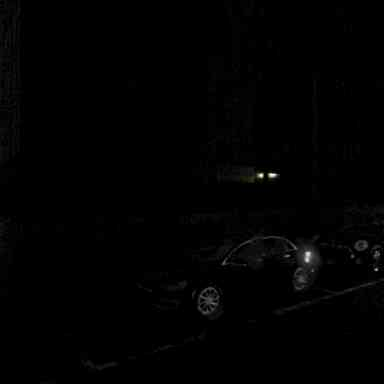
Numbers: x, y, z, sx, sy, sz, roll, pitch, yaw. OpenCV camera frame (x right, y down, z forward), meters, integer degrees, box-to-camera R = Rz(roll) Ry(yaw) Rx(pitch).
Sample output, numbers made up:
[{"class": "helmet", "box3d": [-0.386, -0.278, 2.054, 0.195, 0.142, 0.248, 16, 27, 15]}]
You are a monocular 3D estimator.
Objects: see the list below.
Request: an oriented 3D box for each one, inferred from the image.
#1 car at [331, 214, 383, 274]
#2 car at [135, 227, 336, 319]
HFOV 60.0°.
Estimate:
[{"class": "car", "box3d": [5.534, 1.461, 10.569, 4.097, 1.590, 1.967, 0, 0, -35]}, {"class": "car", "box3d": [0.905, 1.561, 7.281, 4.403, 1.369, 2.008, 0, 0, -35]}]
